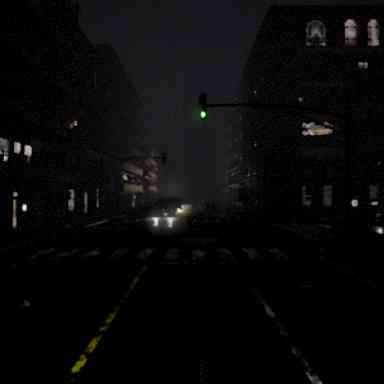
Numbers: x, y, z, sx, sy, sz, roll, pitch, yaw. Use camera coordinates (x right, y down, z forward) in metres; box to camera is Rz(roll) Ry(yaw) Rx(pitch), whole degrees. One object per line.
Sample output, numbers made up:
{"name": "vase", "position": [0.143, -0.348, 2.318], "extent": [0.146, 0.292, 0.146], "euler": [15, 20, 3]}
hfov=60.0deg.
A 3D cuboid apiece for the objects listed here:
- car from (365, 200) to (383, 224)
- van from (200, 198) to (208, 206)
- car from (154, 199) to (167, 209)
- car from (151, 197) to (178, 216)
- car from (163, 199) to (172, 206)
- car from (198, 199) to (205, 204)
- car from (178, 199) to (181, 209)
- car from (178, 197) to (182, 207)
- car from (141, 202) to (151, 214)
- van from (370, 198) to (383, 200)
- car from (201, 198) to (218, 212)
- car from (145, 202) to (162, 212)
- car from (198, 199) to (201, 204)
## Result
{"name": "car", "position": [14.855, 1.482, 23.240], "extent": [5.008, 1.535, 1.882], "euler": [-1, 0, -1]}
{"name": "van", "position": [2.734, 2.286, 76.895], "extent": [1.690, 1.788, 3.998], "euler": [-1, -1, 0]}
{"name": "car", "position": [-5.658, 2.174, 60.323], "extent": [1.967, 1.590, 4.097], "euler": [-1, -1, 0]}
{"name": "car", "position": [-3.074, 1.683, 38.529], "extent": [2.150, 2.045, 5.566], "euler": [0, -1, 0]}
{"name": "car", "position": [-5.645, 2.467, 76.735], "extent": [1.752, 1.417, 4.829], "euler": [-1, -1, 0]}
{"name": "car", "position": [2.747, 2.704, 93.476], "extent": [1.887, 1.381, 4.507], "euler": [-1, -1, 0]}
{"name": "car", "position": [-3.062, 2.137, 48.830], "extent": [2.033, 1.411, 5.357], "euler": [0, -1, 0]}
{"name": "car", "position": [-3.024, 1.946, 59.548], "extent": [2.150, 2.045, 5.566], "euler": [0, -1, 0]}
{"name": "car", "position": [-5.667, 2.077, 43.740], "extent": [2.008, 1.369, 4.403], "euler": [0, -1, 0]}
{"name": "van", "position": [15.658, 1.342, 25.826], "extent": [3.998, 1.788, 1.690], "euler": [-1, 1, -1]}
{"name": "car", "position": [2.715, 2.035, 49.257], "extent": [1.967, 1.590, 4.097], "euler": [-1, -1, 0]}
{"name": "car", "position": [-5.664, 2.161, 49.266], "extent": [1.947, 1.339, 4.313], "euler": [0, -1, 0]}
{"name": "car", "position": [2.728, 2.354, 65.838], "extent": [2.008, 1.369, 4.403], "euler": [-1, -1, 0]}
